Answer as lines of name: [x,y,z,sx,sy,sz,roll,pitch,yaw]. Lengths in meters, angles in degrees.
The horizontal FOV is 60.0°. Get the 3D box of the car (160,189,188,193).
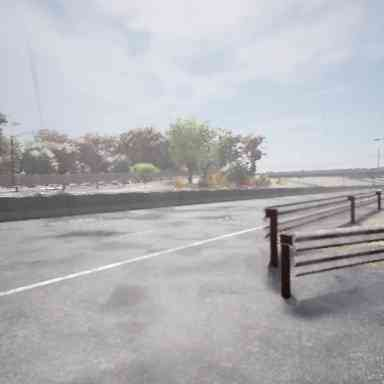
car: [-1.992,0.439,47.180,1.837,1.490,4.892,0,1,36]

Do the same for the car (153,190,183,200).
car: [-3.578,0.398,50.928,1.837,1.490,4.892,0,1,36]

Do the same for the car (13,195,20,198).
car: [-16.330,0.833,33.334,2.128,1.511,4.902,0,1,36]

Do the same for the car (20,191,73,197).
car: [-13.221,0.833,31.662,1.837,1.490,4.892,0,1,36]

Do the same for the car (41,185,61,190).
car: [-24.943,-0.567,59.600,1.812,1.442,4.674,-1,3,15]
